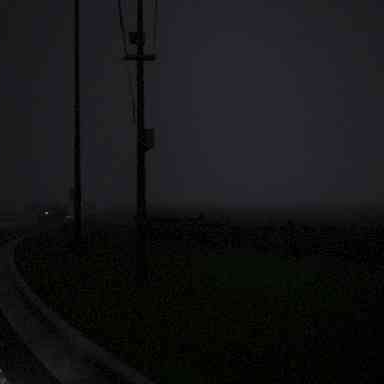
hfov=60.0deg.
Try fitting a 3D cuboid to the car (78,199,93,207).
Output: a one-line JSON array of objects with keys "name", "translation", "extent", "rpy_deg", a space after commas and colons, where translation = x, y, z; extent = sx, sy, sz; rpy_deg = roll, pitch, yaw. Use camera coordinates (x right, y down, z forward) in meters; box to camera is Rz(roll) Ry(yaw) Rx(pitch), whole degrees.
[{"name": "car", "translation": [-22.042, 2.233, 68.881], "extent": [2.033, 1.411, 5.357], "rpy_deg": [0, 0, -8]}]

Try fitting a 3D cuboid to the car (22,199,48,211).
[{"name": "car", "translation": [-22.777, 2.044, 48.958], "extent": [1.837, 1.490, 4.892], "rpy_deg": [0, -1, -8]}]

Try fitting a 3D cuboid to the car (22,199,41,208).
[{"name": "car", "translation": [-32.423, 2.276, 67.252], "extent": [2.128, 1.511, 4.902], "rpy_deg": [0, 0, -8]}]

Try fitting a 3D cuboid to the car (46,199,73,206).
[{"name": "car", "translation": [-19.131, 2.073, 48.127], "extent": [1.994, 1.385, 4.181], "rpy_deg": [0, 0, -8]}]

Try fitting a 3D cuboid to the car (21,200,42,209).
[{"name": "car", "translation": [-27.534, 2.166, 57.219], "extent": [1.812, 1.442, 4.674], "rpy_deg": [0, 0, -8]}]

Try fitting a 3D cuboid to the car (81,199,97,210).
[{"name": "car", "translation": [-16.181, 2.027, 52.401], "extent": [1.837, 1.490, 4.892], "rpy_deg": [0, -1, -8]}]

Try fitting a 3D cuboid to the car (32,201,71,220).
[{"name": "car", "translation": [-13.409, 1.908, 32.020], "extent": [1.994, 1.385, 4.181], "rpy_deg": [0, 0, -8]}]

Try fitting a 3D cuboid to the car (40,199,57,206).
[{"name": "car", "translation": [-28.870, 2.111, 67.038], "extent": [1.994, 1.385, 4.181], "rpy_deg": [0, 0, -8]}]
